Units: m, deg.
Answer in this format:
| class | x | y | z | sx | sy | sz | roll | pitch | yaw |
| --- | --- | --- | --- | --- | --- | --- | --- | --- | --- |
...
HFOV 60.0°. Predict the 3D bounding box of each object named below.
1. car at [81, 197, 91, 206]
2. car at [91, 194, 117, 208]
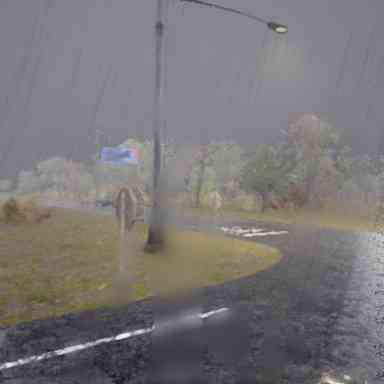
| class | x | y | z | sx | sy | sz | roll | pitch | yaw |
| --- | --- | --- | --- | --- | --- | --- | --- | --- | --- |
| car | -18.350 | 1.637 | 59.454 | 2.128 | 1.511 | 4.902 | 1 | -1 | -34 |
| car | -13.560 | 1.380 | 52.323 | 2.150 | 2.045 | 5.566 | 1 | -1 | -33 |
